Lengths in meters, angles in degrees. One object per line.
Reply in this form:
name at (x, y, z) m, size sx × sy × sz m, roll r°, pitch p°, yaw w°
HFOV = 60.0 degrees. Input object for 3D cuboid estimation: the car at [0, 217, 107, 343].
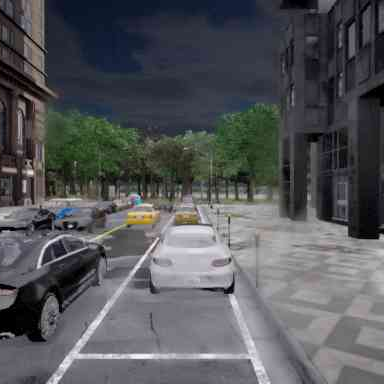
car at (-3.047, 1.490, 6.425) m, size 2.128 × 1.511 × 4.902 m, roll 0°, pitch 0°, yaw 0°

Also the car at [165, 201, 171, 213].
car at (-3.047, 1.608, 36.241) m, size 1.895 × 1.301 × 4.718 m, roll 0°, pitch 0°, yaw 0°

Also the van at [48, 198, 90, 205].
van at (-8.909, 1.343, 23.573) m, size 1.690 × 1.788 × 3.998 m, roll 0°, pitch 0°, yaw 0°

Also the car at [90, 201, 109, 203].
car at (-8.909, 1.529, 28.841) m, size 1.752 × 1.417 × 4.829 m, roll 0°, pitch 0°, yaw 0°

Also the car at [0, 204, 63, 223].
car at (-8.909, 1.567, 18.136) m, size 1.947 × 1.339 × 4.313 m, roll 0°, pitch 0°, yaw 0°

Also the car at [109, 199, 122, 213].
car at (-8.909, 1.572, 34.448) m, size 1.947 × 1.339 × 4.313 m, roll 0°, pitch 0°, yaw 0°

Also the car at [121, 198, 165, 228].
car at (-3.148, 1.461, 22.319) m, size 1.801 × 1.575 × 5.366 m, roll 0°, pitch 0°, yaw 0°

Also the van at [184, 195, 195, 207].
van at (-0.384, 1.355, 50.761) m, size 1.690 × 1.788 × 3.998 m, roll 0°, pitch 0°, yaw 0°

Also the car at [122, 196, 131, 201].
car at (-8.909, 1.534, 39.716) m, size 1.752 × 1.417 × 4.829 m, roll 0°, pitch 0°, yaw 0°

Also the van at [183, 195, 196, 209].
van at (-0.384, 1.352, 45.324) m, size 1.690 × 1.788 × 3.998 m, roll 0°, pitch 0°, yaw 0°

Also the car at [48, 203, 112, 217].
car at (-6.245, 1.565, 19.058) m, size 1.994 × 1.385 × 4.181 m, roll 0°, pitch 0°, yaw 0°

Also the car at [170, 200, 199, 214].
car at (-0.384, 1.528, 23.743) m, size 1.752 × 1.417 × 4.829 m, roll 0°, pitch 0°, yaw 0°

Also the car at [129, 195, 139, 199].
car at (-8.910, 1.451, 45.324) m, size 1.967 × 1.590 × 4.097 m, roll 0°, pitch 0°, yaw 0°

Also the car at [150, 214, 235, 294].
car at (0.003, 1.526, 8.650) m, size 1.812 × 1.442 × 4.674 m, roll 0°, pitch 0°, yaw 0°

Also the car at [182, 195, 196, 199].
car at (-0.384, 1.446, 34.448) m, size 1.967 × 1.590 × 4.097 m, roll 0°, pitch 0°, yaw 0°

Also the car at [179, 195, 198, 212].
car at (-0.384, 1.324, 39.886) m, size 2.192 × 1.841 × 5.009 m, roll 0°, pitch 0°, yaw 0°
